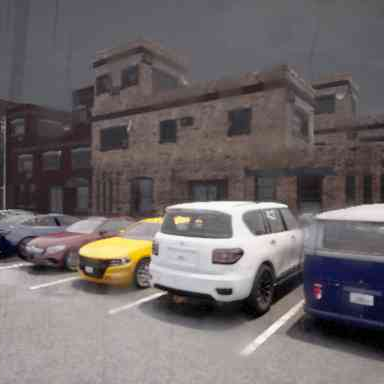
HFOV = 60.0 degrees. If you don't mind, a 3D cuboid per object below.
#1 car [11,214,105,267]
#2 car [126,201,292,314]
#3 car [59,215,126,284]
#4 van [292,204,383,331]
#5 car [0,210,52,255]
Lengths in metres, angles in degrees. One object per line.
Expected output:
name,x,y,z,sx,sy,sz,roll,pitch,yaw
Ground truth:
car,-3.135,1.541,11.197,2.002,1.452,4.674,0,0,36
car,1.368,1.236,8.015,2.435,2.045,5.566,0,0,36
car,-0.888,1.493,9.597,2.097,1.535,5.008,0,0,36
van,3.664,1.256,6.485,1.878,1.987,4.442,0,0,36
car,-5.362,1.540,12.820,2.163,1.488,4.792,0,0,36
